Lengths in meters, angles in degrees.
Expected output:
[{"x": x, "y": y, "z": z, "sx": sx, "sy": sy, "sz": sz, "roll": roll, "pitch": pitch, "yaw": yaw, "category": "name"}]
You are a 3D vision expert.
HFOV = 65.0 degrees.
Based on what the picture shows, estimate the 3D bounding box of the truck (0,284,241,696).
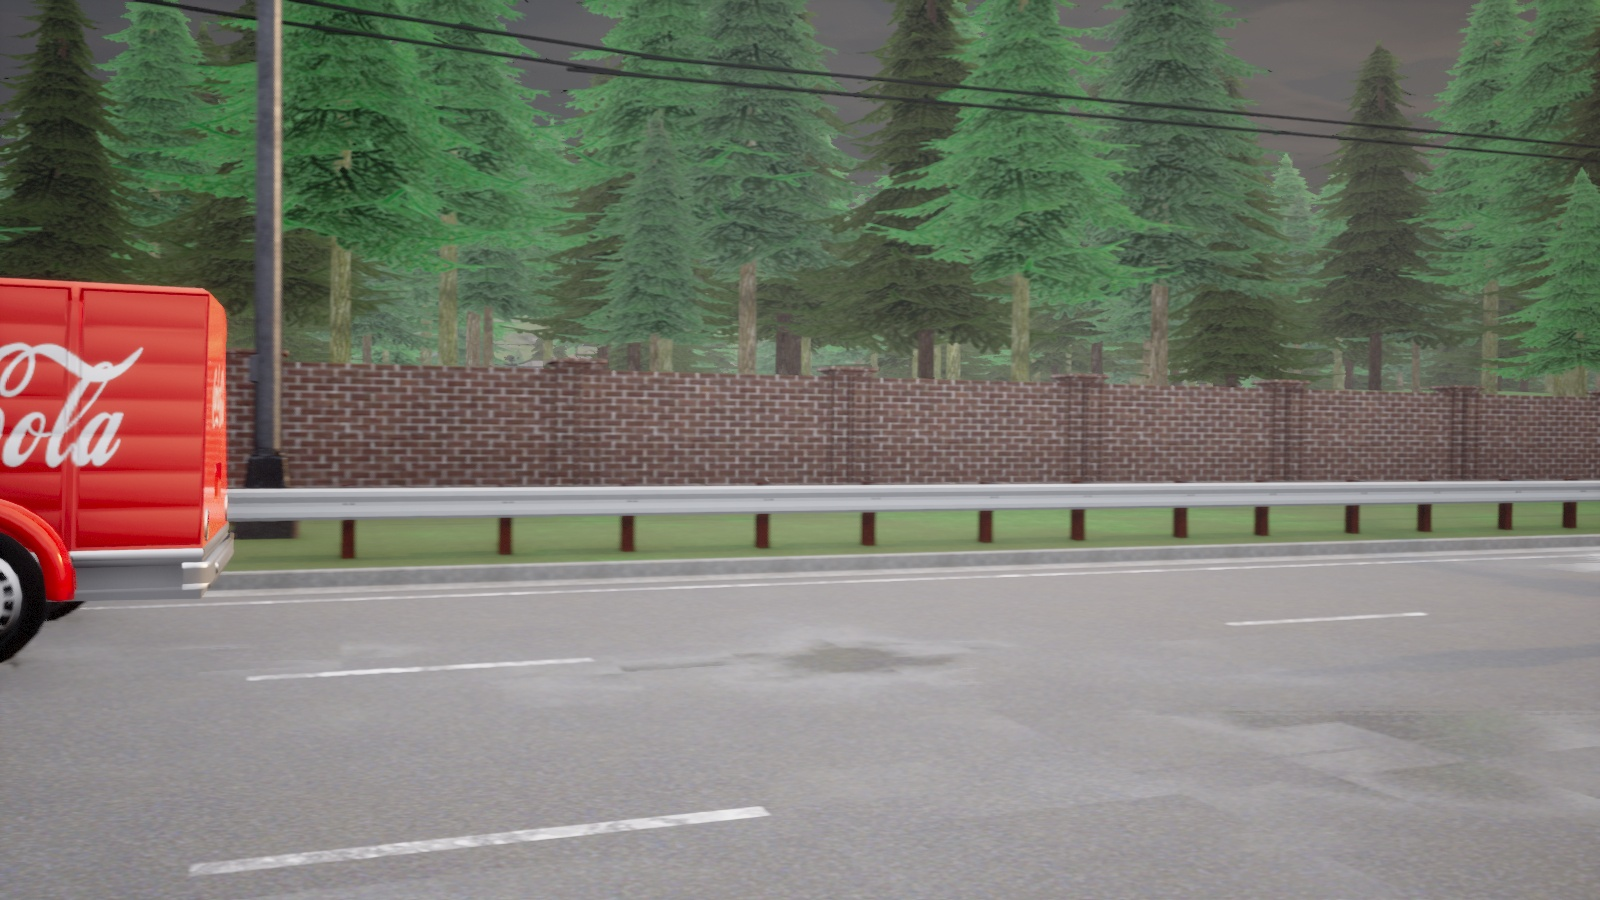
[{"x": -6.605, "y": 0.249, "z": 8.213, "sx": 5.204, "sy": 2.467, "sz": 2.627, "roll": -1, "pitch": 1, "yaw": -21, "category": "truck"}]
